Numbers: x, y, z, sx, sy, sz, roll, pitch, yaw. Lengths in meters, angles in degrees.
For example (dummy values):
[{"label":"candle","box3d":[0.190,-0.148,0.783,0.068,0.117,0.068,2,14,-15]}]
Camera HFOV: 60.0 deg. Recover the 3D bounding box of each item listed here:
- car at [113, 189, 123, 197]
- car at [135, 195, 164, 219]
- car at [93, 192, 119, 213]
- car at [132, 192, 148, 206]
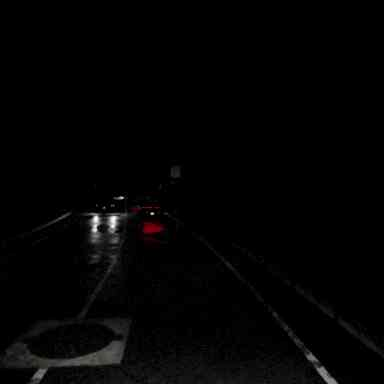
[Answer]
[{"label":"car","box3d":[-15.969,0.146,71.597,2.097,1.767,4.553,1,1,-11]},{"label":"car","box3d":[-3.207,1.220,25.567,1.837,1.490,4.892,1,1,-11]},{"label":"car","box3d":[-7.979,1.066,30.845,1.837,1.490,4.892,1,1,-11]},{"label":"car","box3d":[-6.341,0.773,41.572,2.097,1.767,4.553,1,1,-11]}]
